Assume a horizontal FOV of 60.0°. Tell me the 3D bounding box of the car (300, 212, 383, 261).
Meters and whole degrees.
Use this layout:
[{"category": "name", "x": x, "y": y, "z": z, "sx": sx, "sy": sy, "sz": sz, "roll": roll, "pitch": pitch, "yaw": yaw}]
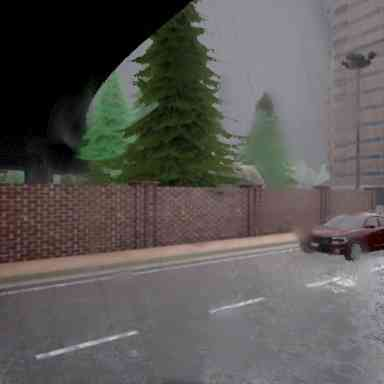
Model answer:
[{"category": "car", "x": 6.183, "y": 1.529, "z": 12.639, "sx": 5.008, "sy": 1.535, "sz": 1.882, "roll": 1, "pitch": 0, "yaw": -35}]
